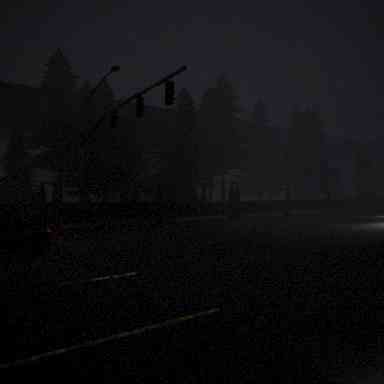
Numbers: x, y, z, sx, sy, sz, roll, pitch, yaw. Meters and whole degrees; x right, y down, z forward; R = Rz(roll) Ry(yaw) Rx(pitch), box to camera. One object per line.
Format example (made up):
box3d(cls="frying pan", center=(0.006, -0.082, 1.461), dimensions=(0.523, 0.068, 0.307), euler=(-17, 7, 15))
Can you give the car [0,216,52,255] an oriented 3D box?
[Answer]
box3d(cls="car", center=(-7.216, 1.566, 11.743), dimensions=(4.181, 1.385, 1.994), euler=(0, 0, -35))
